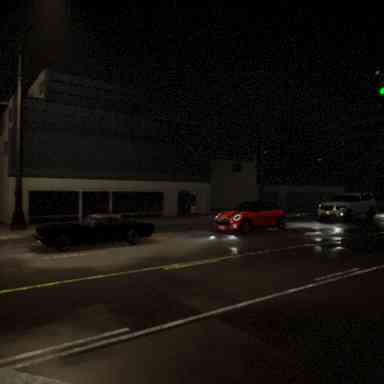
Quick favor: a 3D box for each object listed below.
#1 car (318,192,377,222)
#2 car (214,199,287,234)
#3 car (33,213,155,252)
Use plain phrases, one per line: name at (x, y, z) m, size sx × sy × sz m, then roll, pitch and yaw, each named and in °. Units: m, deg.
car at (12.019, 1.080, 25.578) m, size 5.566 × 2.045 × 2.150 m, roll -1°, pitch 1°, yaw -36°
car at (3.460, 1.345, 19.467) m, size 4.553 × 1.767 × 2.097 m, roll -1°, pitch 0°, yaw -36°
car at (-4.059, 1.597, 14.052) m, size 4.718 × 1.301 × 1.895 m, roll 0°, pitch 0°, yaw -36°
